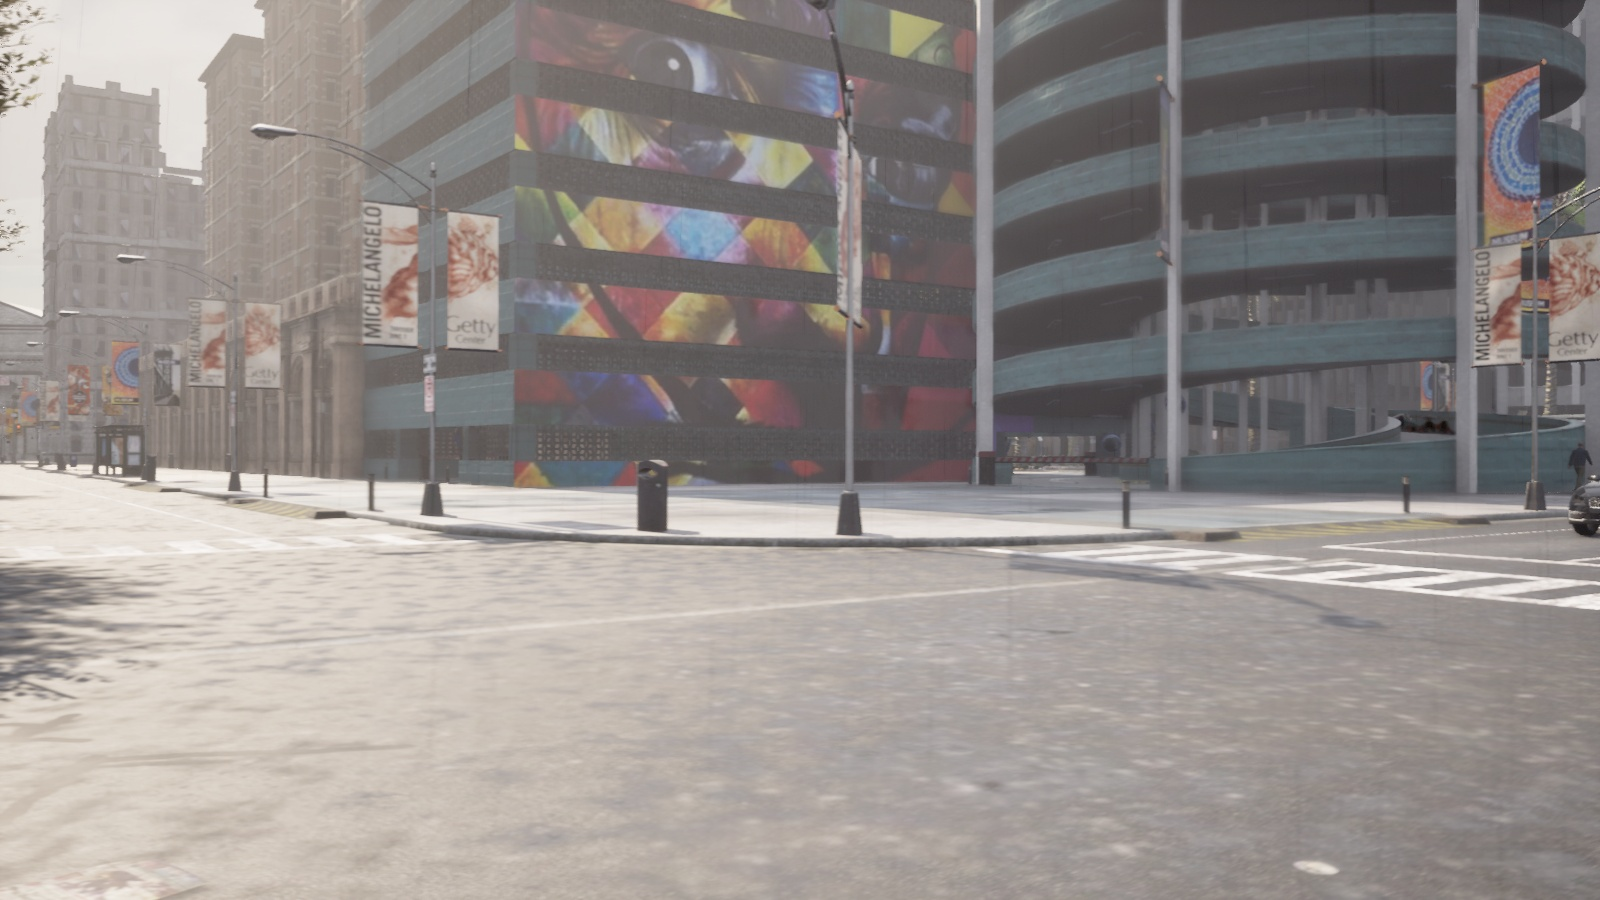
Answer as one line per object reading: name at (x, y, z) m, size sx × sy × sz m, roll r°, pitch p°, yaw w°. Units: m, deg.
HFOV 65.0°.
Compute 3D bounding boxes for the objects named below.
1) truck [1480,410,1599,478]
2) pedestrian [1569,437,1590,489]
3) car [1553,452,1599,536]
truck at (45.147, -0.332, 74.759) m, size 2.891 × 3.827 × 8.468 m, roll 0°, pitch 0°, yaw -19°
pedestrian at (27.844, 0.453, 44.862) m, size 0.726 × 1.842 × 0.402 m, roll 0°, pitch 0°, yaw -39°
car at (16.210, 0.773, 23.477) m, size 4.892 × 1.490 × 1.837 m, roll 0°, pitch 0°, yaw -35°
